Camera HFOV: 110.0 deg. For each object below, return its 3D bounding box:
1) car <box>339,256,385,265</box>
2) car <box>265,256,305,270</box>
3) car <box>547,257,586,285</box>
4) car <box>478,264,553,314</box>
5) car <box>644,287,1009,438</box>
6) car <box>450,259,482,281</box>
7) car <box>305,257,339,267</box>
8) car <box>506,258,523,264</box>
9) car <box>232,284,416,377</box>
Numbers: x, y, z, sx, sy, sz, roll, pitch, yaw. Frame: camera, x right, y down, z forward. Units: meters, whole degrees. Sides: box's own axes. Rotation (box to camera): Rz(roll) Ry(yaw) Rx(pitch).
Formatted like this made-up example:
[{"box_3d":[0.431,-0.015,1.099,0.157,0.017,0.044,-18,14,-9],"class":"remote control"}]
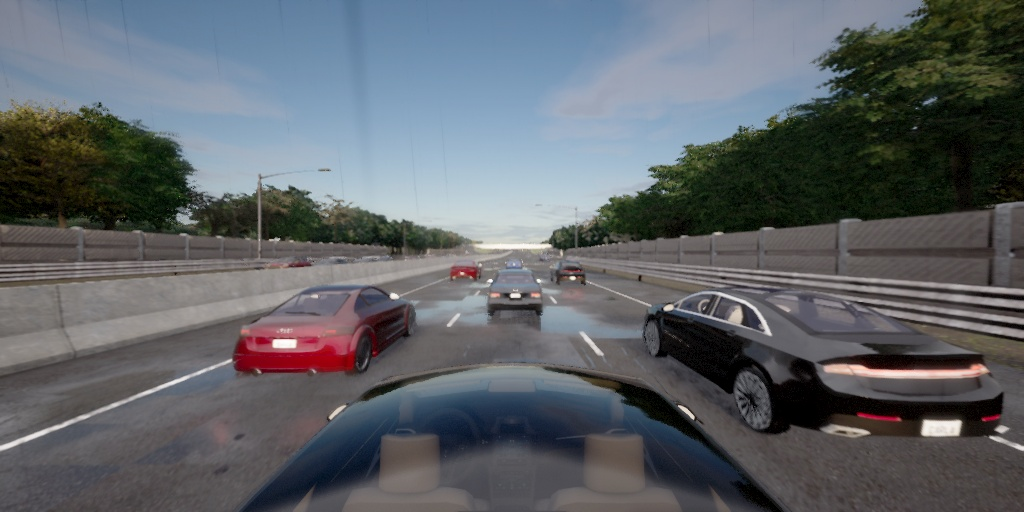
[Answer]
[{"box_3d":[-13.997,0.969,33.843,1.837,1.490,4.892,0,1,0],"class":"car"},{"box_3d":[-20.994,0.816,33.879,2.097,1.767,4.553,0,0,0],"class":"car"},{"box_3d":[3.646,1.058,23.843,1.837,1.490,4.892,0,1,0],"class":"car"},{"box_3d":[0.111,1.196,13.094,2.033,1.411,5.357,0,1,0],"class":"car"},{"box_3d":[3.603,1.208,5.428,2.128,1.511,4.902,0,1,0],"class":"car"},{"box_3d":[-3.342,1.005,26.681,1.882,1.535,5.008,0,1,0],"class":"car"},{"box_3d":[-17.491,0.962,34.672,1.837,1.490,4.892,0,0,0],"class":"car"},{"box_3d":[0.246,0.952,40.774,2.033,1.411,5.357,0,0,0],"class":"car"},{"box_3d":[-3.396,1.263,7.363,1.994,1.385,4.181,0,1,0],"class":"car"}]
